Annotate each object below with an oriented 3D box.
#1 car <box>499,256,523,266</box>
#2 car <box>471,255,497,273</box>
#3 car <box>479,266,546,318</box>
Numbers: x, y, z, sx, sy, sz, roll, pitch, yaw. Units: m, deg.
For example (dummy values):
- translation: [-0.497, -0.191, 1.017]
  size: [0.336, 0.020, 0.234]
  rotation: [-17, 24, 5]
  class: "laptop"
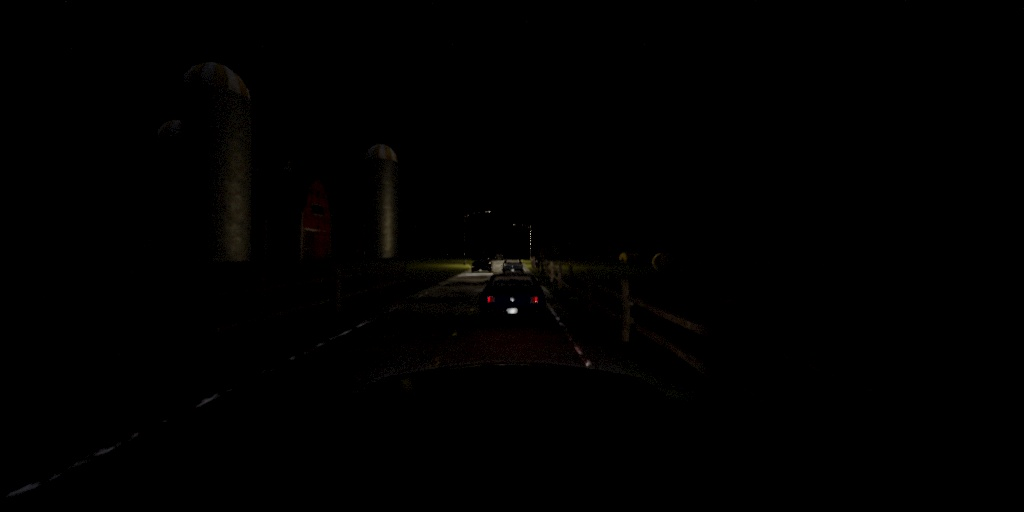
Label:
- translation: [0.072, 0.928, 33.603]
  size: [1.895, 1.301, 4.718]
  rotation: [0, 1, 0]
  class: "car"
- translation: [-2.849, 0.857, 35.099]
  size: [2.033, 1.411, 5.357]
  rotation: [0, 1, 0]
  class: "car"
- translation: [0.038, 1.210, 12.201]
  size: [1.895, 1.301, 4.718]
  rotation: [0, 1, 1]
  class: "car"
